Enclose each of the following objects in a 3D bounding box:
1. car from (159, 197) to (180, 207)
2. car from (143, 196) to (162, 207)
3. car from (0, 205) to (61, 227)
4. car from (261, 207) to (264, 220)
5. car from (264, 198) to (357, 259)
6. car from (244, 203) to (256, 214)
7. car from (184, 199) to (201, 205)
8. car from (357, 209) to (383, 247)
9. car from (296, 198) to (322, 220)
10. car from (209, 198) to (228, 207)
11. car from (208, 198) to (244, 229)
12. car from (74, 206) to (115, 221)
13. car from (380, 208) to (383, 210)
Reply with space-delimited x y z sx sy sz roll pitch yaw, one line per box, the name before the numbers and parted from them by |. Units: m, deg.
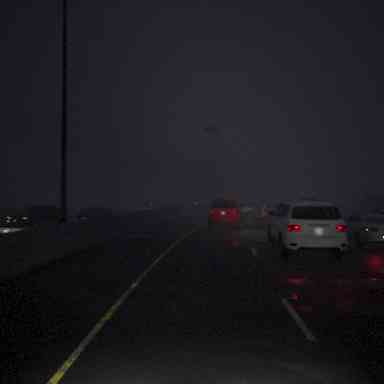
car | -3.884 2.215 63.216 1.994 1.385 4.181 0 -1 24
car | -7.292 1.874 64.101 2.150 2.045 5.566 0 -1 23
car | -11.730 1.741 25.210 1.837 1.490 4.892 0 -1 10
car | 7.691 1.829 31.810 1.882 1.535 5.008 0 -1 14
car | 4.450 1.375 13.577 2.150 2.045 5.566 0 -1 6
car | 6.810 2.052 41.606 1.895 1.301 4.718 0 -1 17
car | 0.199 2.167 63.752 1.837 1.490 4.892 0 -1 25
car | 8.247 1.711 15.726 1.812 1.442 4.674 0 -1 7
car | 11.932 1.610 34.335 2.150 2.045 5.566 0 -1 15
car | 5.342 2.078 66.451 2.097 1.767 4.553 0 -1 26
car | 2.457 1.481 24.107 2.150 2.045 5.566 0 -1 10
car | -7.834 1.829 27.068 1.994 1.385 4.181 0 -1 11
car | 12.661 1.782 21.506 1.812 1.442 4.674 0 -1 10
